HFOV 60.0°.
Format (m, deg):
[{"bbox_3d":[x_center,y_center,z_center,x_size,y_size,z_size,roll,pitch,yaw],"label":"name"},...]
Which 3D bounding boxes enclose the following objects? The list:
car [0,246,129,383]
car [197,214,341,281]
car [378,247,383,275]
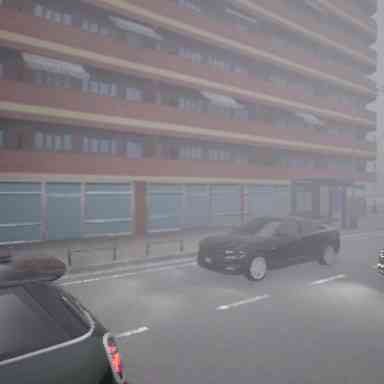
[{"bbox_3d":[-2.723,1.353,2.029,4.553,1.767,2.097,0,0,-35],"label":"car"},{"bbox_3d":[2.442,1.463,9.994,5.008,1.535,1.882,0,0,-35],"label":"car"},{"bbox_3d":[6.831,1.486,8.805,4.892,1.490,1.837,0,0,-35],"label":"car"}]
